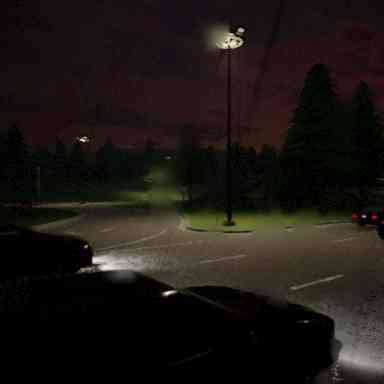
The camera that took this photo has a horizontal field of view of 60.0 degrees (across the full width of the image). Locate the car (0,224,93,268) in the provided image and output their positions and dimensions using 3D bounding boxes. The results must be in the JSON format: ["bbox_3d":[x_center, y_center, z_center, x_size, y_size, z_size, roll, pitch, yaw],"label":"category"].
[{"bbox_3d":[-4.843,1.560,8.891,4.181,1.385,1.994,0,0,-36],"label":"car"}]

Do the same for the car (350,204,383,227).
[{"bbox_3d":[12.172,1.484,21.029,5.357,1.411,2.033,0,0,-36],"label":"car"}]

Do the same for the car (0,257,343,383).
[{"bbox_3d":[-0.803,1.544,3.172,5.357,1.411,2.033,0,0,-36],"label":"car"}]

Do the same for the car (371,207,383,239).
[{"bbox_3d":[10.591,1.514,15.603,4.181,1.385,1.994,0,0,-36],"label":"car"}]
